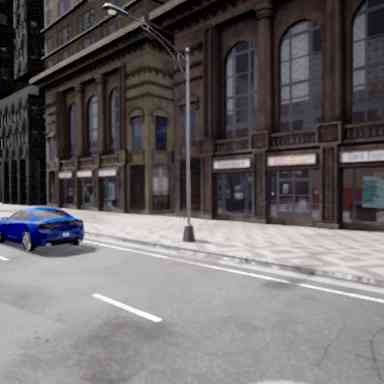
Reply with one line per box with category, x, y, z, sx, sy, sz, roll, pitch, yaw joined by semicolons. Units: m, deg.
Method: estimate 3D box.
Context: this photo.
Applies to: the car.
car;-6.280;1.353;13.485;5.008;1.535;1.882;0;1;43
